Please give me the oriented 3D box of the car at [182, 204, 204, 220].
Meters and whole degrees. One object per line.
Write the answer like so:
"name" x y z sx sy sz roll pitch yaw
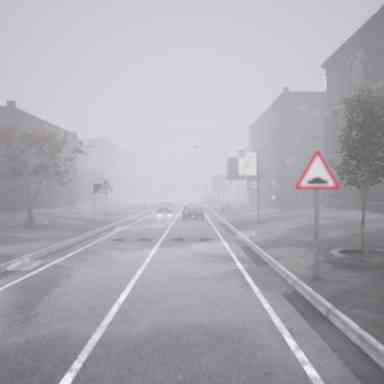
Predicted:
"car" 0.097 1.786 30.233 1.895 1.301 4.718 0 0 0

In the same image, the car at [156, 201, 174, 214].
"car" -3.096 1.783 39.517 2.033 1.411 5.357 0 0 0
